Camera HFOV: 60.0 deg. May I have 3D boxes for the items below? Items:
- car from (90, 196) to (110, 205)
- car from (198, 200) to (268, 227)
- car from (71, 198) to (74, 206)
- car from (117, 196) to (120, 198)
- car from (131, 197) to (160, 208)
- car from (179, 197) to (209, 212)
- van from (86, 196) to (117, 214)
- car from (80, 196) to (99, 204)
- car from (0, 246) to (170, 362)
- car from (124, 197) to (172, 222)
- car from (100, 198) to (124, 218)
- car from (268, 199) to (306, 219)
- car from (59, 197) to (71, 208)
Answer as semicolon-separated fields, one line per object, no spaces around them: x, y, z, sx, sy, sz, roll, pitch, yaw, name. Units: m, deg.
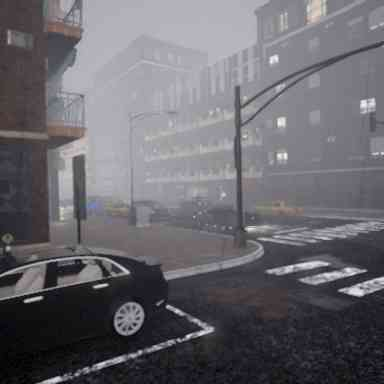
-15.935;1.420;57.668;1.947;1.339;4.313;-2;1;-36;car
2.638;1.454;22.272;1.994;1.385;4.181;-2;1;-36;car
-18.578;1.557;51.615;1.994;1.385;4.181;-2;1;-36;car
-12.695;1.276;53.181;1.967;1.590;4.097;-2;1;-36;car
-6.207;1.352;44.213;2.008;1.369;4.403;-2;1;-36;car
0.275;1.208;35.241;1.967;1.590;4.097;-2;1;-36;car
-9.759;1.349;34.817;1.690;1.788;3.998;-2;1;-36;van
-19.178;1.423;62.153;2.008;1.369;4.403;-2;1;-36;car
-2.416;1.543;4.853;4.403;1.369;2.008;-1;0;-36;car
-3.271;1.415;25.849;1.967;1.590;4.097;-2;1;-36;car
-6.412;1.516;30.197;1.752;1.417;4.829;-2;1;-36;car
6.663;1.261;26.411;1.752;1.417;4.829;-2;1;-36;car
-19.484;1.500;48.273;1.967;1.590;4.097;-2;1;-36;car
